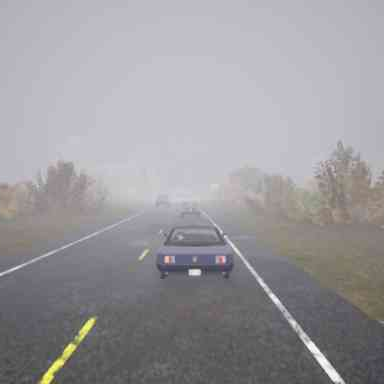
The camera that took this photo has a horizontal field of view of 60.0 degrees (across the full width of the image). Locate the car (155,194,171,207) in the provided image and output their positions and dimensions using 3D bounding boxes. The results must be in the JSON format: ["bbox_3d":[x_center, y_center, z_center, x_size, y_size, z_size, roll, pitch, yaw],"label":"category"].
[{"bbox_3d":[-4.523,1.299,51.871,2.150,2.045,5.566,0,0,-3],"label":"car"}]

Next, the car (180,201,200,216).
[{"bbox_3d":[-0.215,1.610,32.135,2.033,1.411,5.357,0,0,-1],"label":"car"}]

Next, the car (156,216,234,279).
[{"bbox_3d":[0.074,1.628,10.115,1.895,1.301,4.718,0,0,0],"label":"car"}]
